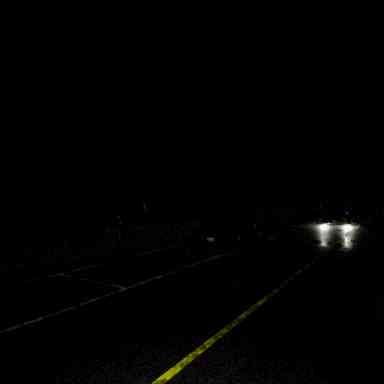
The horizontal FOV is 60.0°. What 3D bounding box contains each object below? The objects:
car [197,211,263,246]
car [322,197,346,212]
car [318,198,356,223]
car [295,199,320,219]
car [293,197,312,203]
[{"bbox_3d":[1.917,1.566,15.417,1.947,1.339,4.313,0,0,32],"label":"car"},{"bbox_3d":[16.621,1.442,38.804,1.967,1.590,4.097,0,0,32],"label":"car"},{"bbox_3d":[11.491,1.479,25.813,1.882,1.535,5.008,0,0,32],"label":"car"},{"bbox_3d":[10.740,1.583,29.450,1.802,1.307,4.206,0,0,32],"label":"car"},{"bbox_3d":[21.859,1.566,62.914,5.357,1.411,2.033,0,0,36],"label":"car"}]
